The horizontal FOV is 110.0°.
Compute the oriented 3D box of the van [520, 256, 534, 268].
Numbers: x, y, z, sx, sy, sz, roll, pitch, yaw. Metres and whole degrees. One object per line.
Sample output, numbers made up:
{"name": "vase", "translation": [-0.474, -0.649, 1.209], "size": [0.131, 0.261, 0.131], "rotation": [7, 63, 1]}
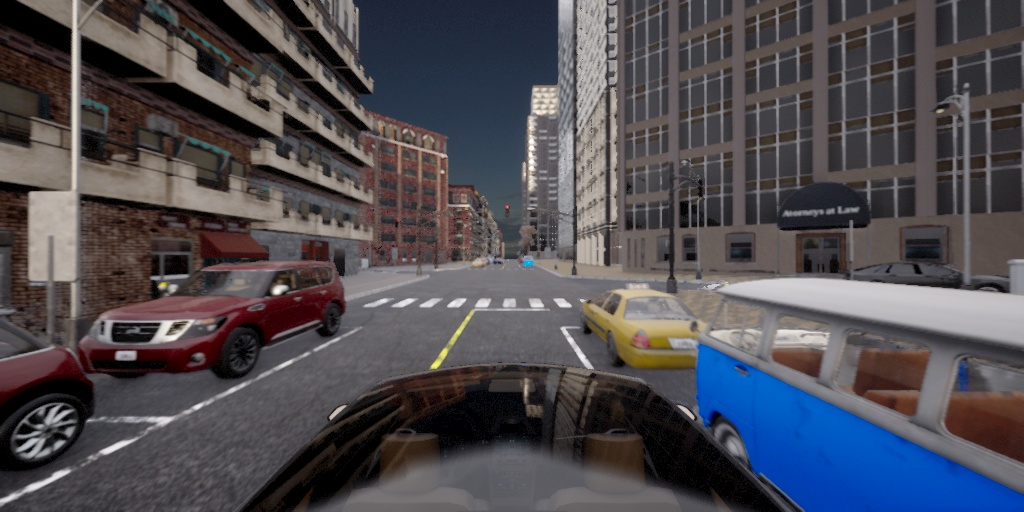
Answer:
{"name": "van", "translation": [2.541, 0.912, 56.455], "size": [1.690, 1.789, 3.998], "rotation": [0, 0, 0]}

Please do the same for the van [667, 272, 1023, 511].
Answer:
{"name": "van", "translation": [2.565, 1.090, 1.926], "size": [1.690, 1.789, 3.998], "rotation": [0, 0, 0]}

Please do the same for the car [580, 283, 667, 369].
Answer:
{"name": "car", "translation": [2.563, 1.251, 7.632], "size": [1.751, 1.417, 4.829], "rotation": [0, 0, 0]}

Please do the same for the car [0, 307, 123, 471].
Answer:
{"name": "car", "translation": [-5.315, 1.189, 1.917], "size": [1.967, 1.591, 4.097], "rotation": [0, 0, 0]}

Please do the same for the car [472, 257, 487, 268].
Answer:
{"name": "car", "translation": [-5.339, 1.097, 56.282], "size": [1.751, 1.417, 4.829], "rotation": [0, 0, 0]}

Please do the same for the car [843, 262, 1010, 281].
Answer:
{"name": "car", "translation": [16.812, 1.018, 14.704], "size": [4.892, 1.490, 1.837], "rotation": [0, 0, 41]}

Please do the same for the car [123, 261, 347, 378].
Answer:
{"name": "car", "translation": [-5.317, 1.041, 7.452], "size": [2.192, 1.841, 5.009], "rotation": [0, 0, 0]}
